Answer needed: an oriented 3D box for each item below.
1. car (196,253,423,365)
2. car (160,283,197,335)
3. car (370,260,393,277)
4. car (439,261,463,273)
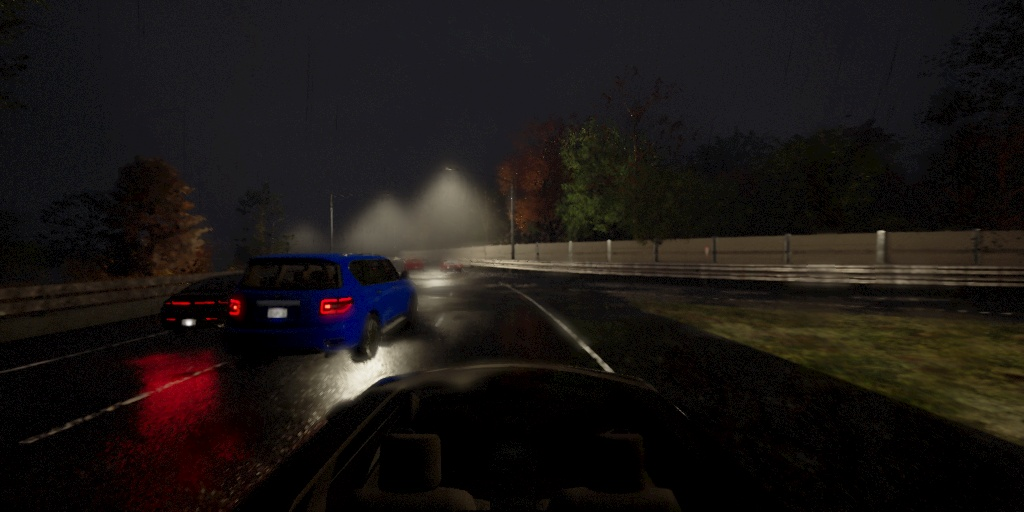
[{"bbox_3d":[-3.743,0.956,8.195,2.150,2.045,5.566,0,0,-3],"label":"car"},{"bbox_3d":[-7.539,1.247,10.546,1.837,1.490,4.892,0,0,-5],"label":"car"},{"bbox_3d":[-12.686,1.184,35.118,2.033,1.411,5.357,0,0,-18],"label":"car"},{"bbox_3d":[-6.771,1.183,39.367,1.895,1.301,4.718,0,0,-19],"label":"car"}]
